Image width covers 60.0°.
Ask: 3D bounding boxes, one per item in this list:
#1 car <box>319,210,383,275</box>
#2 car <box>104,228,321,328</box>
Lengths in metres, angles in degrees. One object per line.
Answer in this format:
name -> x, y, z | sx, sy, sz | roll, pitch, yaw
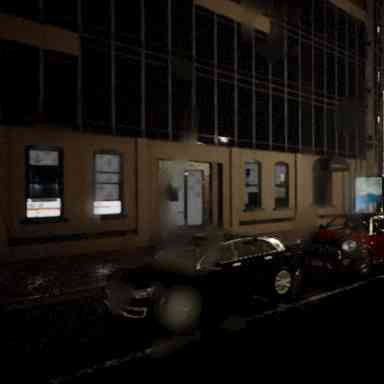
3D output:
car -> 5.004, 1.386, 10.167 | 4.097, 1.590, 1.967 | 0, 0, -36
car -> 0.417, 1.529, 6.870 | 4.403, 1.369, 2.008 | 0, 0, -36
